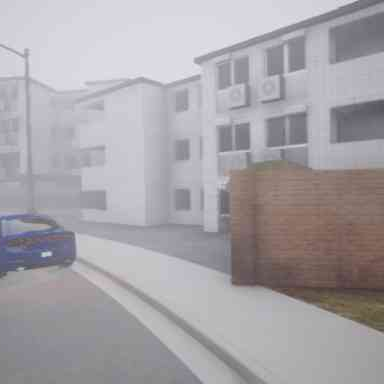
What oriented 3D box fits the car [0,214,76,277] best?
[{"bbox_3d":[-5.255,1.420,10.300,1.882,1.535,5.008,-2,1,-40],"label":"car"}]
